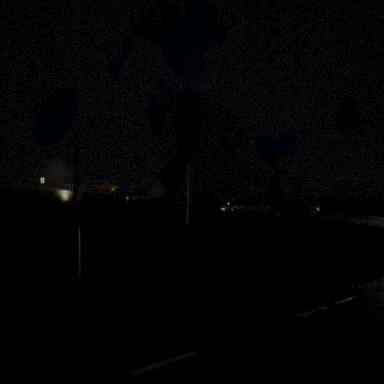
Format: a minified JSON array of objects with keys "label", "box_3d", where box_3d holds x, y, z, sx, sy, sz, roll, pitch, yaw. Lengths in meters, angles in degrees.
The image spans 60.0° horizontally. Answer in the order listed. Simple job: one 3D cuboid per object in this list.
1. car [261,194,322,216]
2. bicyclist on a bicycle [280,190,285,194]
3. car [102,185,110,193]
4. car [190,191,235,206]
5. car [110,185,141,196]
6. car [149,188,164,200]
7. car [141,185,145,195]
[{"label":"car","box_3d":[7.603,0.903,25.744,2.128,1.511,4.902,0,2,-35]},{"label":"bicyclist on a bicycle","box_3d":[9.187,0.670,33.840,1.656,1.620,0.582,0,2,-35]},{"label":"car","box_3d":[-15.431,-0.657,63.171,1.882,1.535,5.008,0,2,-36]},{"label":"car","box_3d":[1.950,0.598,33.686,2.033,1.411,5.357,0,2,-35]},{"label":"car","box_3d":[-10.262,-0.214,50.959,2.128,1.511,4.902,0,2,-34]},{"label":"car","box_3d":[-3.708,0.223,41.639,1.812,1.442,4.674,0,2,-35]},{"label":"car","box_3d":[-9.515,-0.445,54.873,2.097,1.767,4.553,0,2,-36]}]
